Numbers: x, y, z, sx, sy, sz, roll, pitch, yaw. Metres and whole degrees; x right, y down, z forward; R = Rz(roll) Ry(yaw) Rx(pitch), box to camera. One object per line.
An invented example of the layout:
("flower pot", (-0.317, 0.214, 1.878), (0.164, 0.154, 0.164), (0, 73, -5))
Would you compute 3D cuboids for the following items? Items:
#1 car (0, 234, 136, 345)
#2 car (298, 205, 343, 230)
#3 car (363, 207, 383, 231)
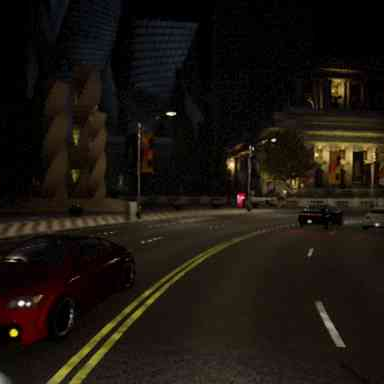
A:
("car", (-2.640, 1.547, 6.468), (1.994, 1.385, 4.181), (0, 0, 12))
("car", (8.726, 1.606, 22.345), (2.128, 1.511, 4.902), (0, 0, 38))
("car", (12.177, 1.670, 21.016), (1.812, 1.442, 4.674), (0, 0, 39))
